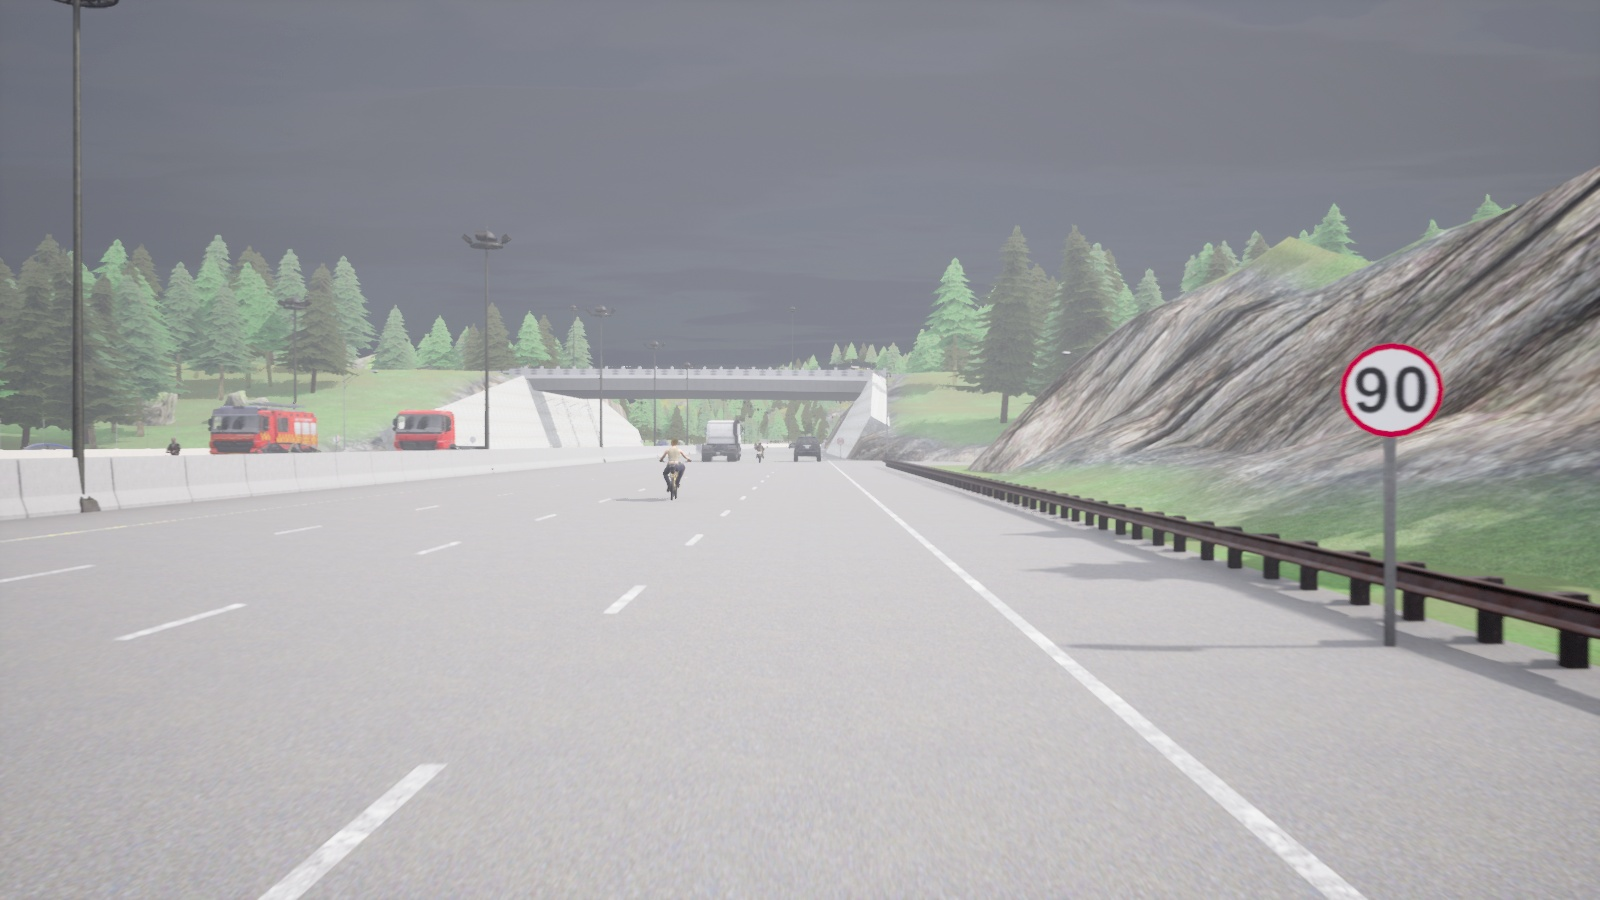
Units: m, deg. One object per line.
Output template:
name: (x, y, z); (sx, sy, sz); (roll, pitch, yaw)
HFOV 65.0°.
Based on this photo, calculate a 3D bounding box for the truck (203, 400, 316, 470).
truck: (-31.072, -0.853, 72.631); (2.891, 3.827, 8.468); (0, 0, 0)

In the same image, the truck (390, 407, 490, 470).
truck: (-20.801, -0.665, 73.086); (2.891, 3.462, 7.936); (0, 0, 5)

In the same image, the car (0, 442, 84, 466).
car: (-50.290, 0.216, 82.858); (5.008, 1.535, 1.882); (0, 0, -41)

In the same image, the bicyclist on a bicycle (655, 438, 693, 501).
bicyclist on a bicycle: (-3.293, 0.495, 32.915); (0.866, 1.612, 1.509); (0, 0, 0)

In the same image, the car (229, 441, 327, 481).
car: (-20.700, 0.394, 50.052); (2.007, 1.525, 4.514); (0, 0, 0)
